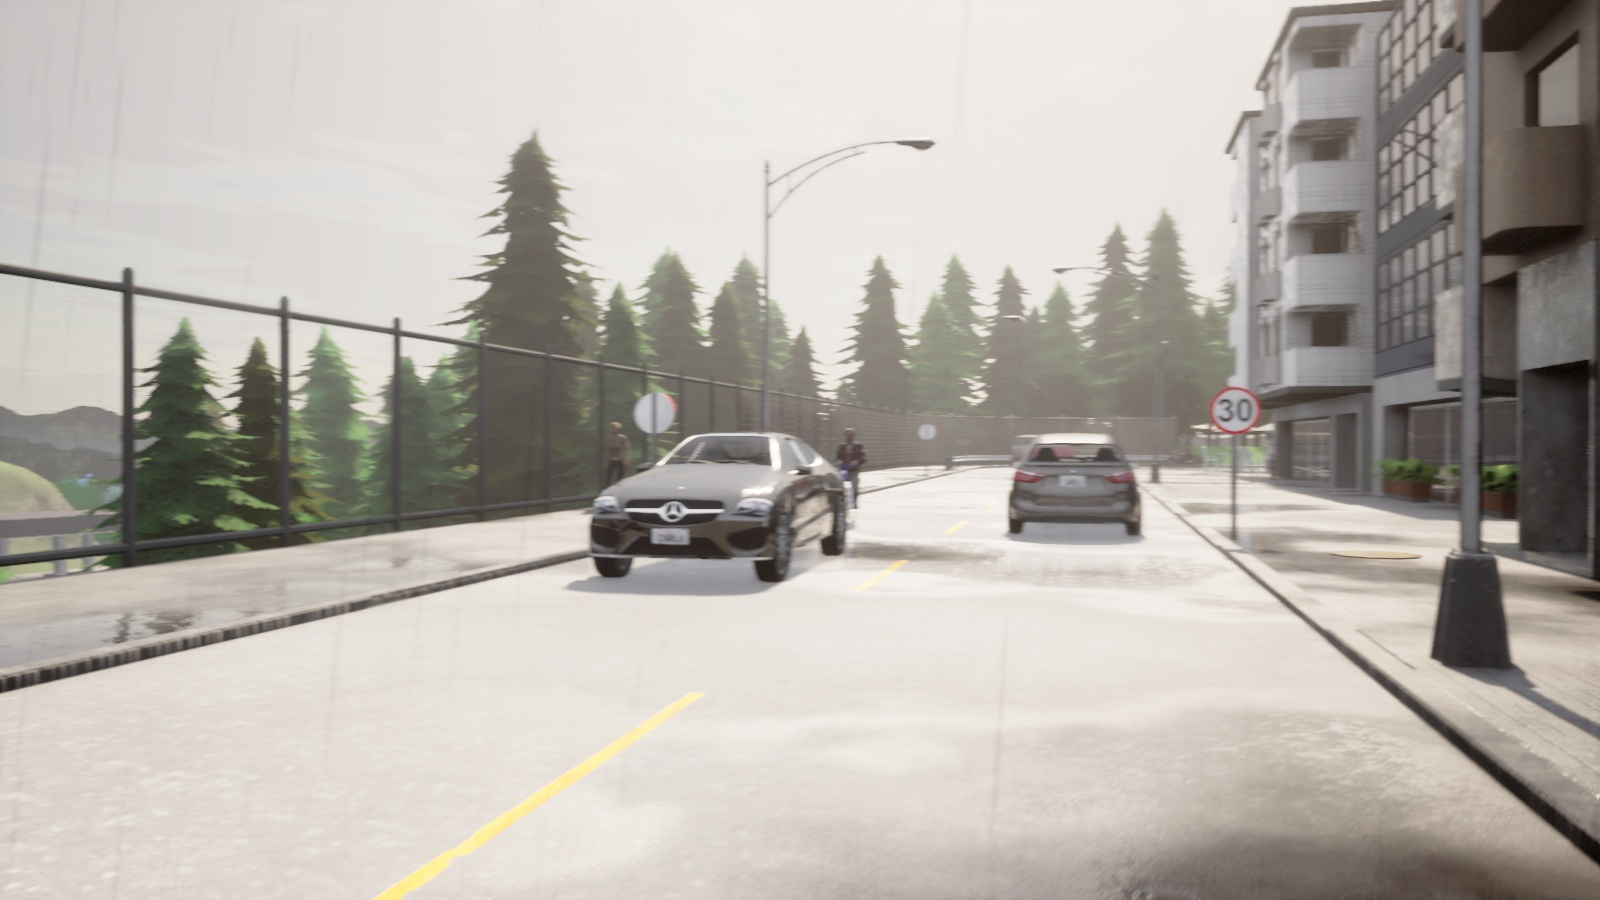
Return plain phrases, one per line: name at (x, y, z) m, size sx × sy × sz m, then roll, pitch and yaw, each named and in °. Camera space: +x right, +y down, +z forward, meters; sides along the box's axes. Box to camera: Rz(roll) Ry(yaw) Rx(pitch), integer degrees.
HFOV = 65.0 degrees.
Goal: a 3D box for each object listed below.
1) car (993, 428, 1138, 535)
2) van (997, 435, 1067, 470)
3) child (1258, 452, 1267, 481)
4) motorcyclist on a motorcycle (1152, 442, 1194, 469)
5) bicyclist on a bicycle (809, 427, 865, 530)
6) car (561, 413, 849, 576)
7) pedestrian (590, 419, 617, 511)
car at (4.687, 0.481, 22.139) m, size 2.242 × 1.667 × 4.611 m, roll 0°, pitch 0°, yaw 12°
van at (13.767, 0.124, 74.354) m, size 4.442 × 1.987 × 1.775 m, roll 0°, pitch 0°, yaw -42°
child at (18.047, 0.640, 48.981) m, size 0.255 × 1.110 × 0.394 m, roll 0°, pitch 0°, yaw 12°
motorcyclist on a motorcycle at (23.240, 0.337, 78.236) m, size 2.350 × 1.649 × 0.766 m, roll 0°, pitch 1°, yaw 3°
bicyclist on a bicycle at (0.681, 0.488, 22.539) m, size 0.659 × 1.776 × 1.843 m, roll 0°, pitch 0°, yaw 12°
car at (-0.907, 0.432, 15.362) m, size 2.152 × 1.651 × 5.027 m, roll 0°, pitch 0°, yaw 12°
pedestrian at (-3.989, 0.292, 25.550) m, size 0.331 × 1.846 × 0.634 m, roll 0°, pitch 0°, yaw 12°
